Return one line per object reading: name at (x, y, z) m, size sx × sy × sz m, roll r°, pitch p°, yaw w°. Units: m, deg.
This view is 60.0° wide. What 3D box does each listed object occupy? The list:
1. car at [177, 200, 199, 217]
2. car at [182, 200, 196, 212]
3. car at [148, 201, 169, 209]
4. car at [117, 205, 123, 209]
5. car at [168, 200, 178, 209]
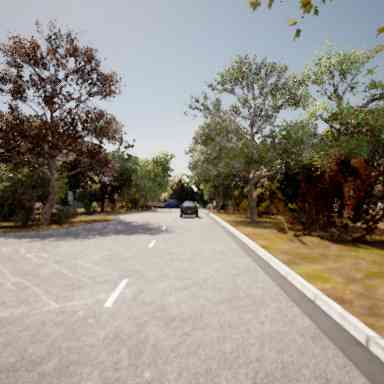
car at (-0.298, 1.869, 35.823) m, size 1.882 × 1.535 × 5.008 m, roll 0°, pitch -1°, yaw -1°
car at (-0.513, 2.266, 54.521) m, size 2.097 × 1.767 × 4.553 m, roll 0°, pitch -2°, yaw -1°
car at (-8.402, 3.157, 74.786) m, size 5.357 × 1.411 × 2.033 m, roll -2°, pitch -3°, yaw 39°
car at (-15.711, 3.369, 80.394) m, size 5.008 × 1.535 × 1.882 m, roll 0°, pitch -3°, yaw -2°
car at (-4.811, 2.888, 75.922) m, size 2.150 × 2.045 × 5.566 m, roll 2°, pitch -4°, yaw -42°
